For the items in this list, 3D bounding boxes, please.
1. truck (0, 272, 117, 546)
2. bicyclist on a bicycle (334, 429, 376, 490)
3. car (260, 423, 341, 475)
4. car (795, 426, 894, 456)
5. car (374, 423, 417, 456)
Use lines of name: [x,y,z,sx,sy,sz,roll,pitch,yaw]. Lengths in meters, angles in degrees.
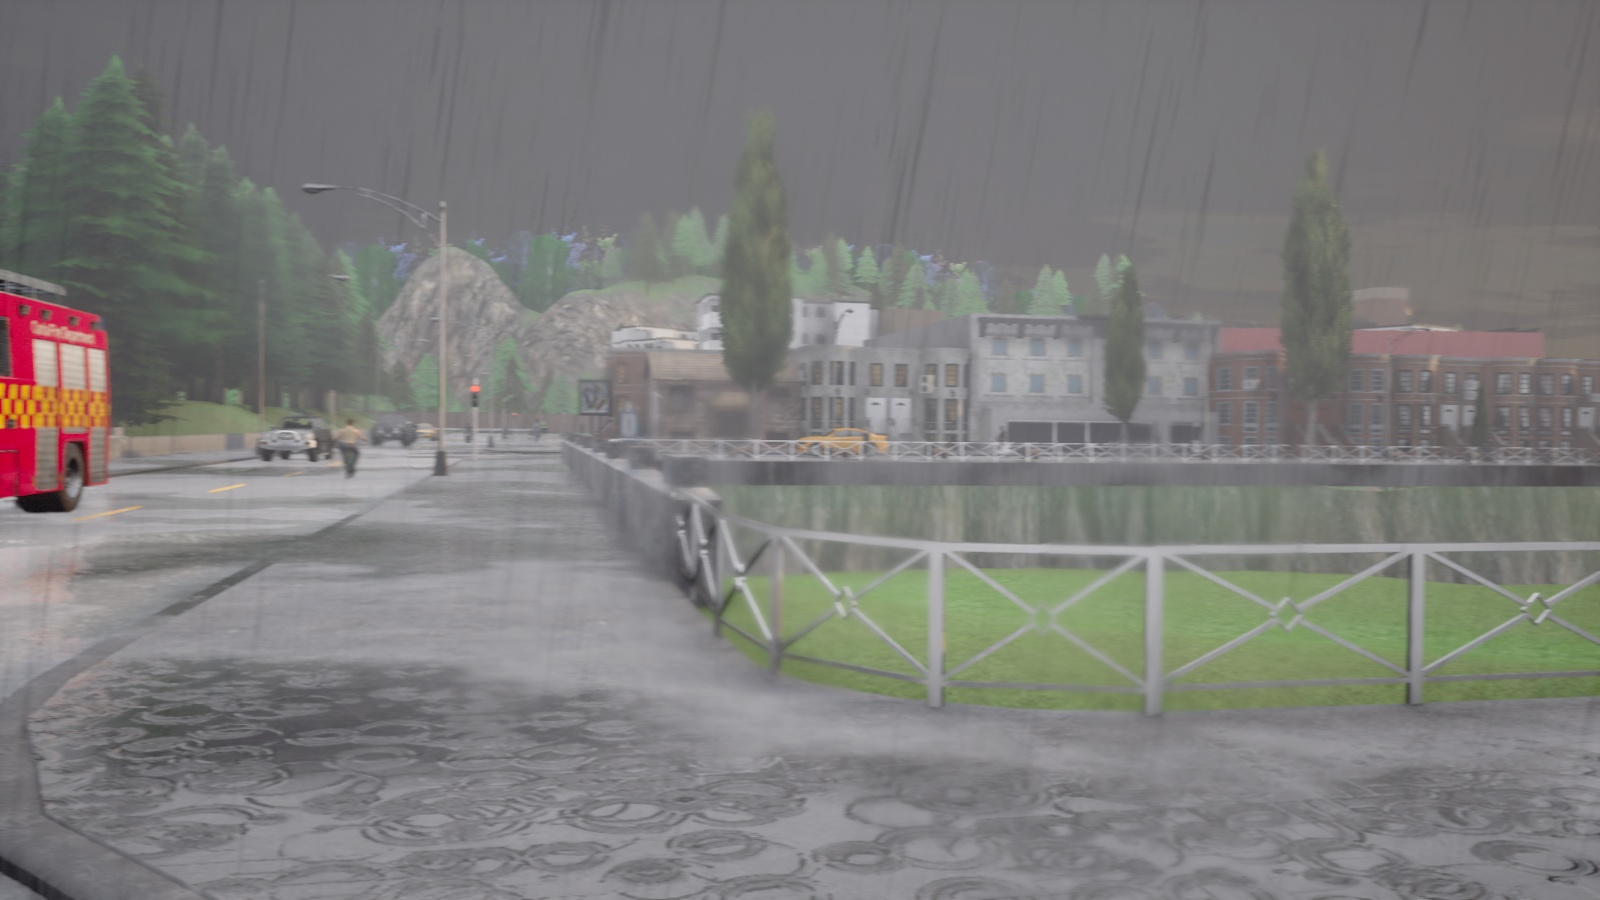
truck: [-12.699,-0.568,17.846,2.891,3.827,8.468,-1,1,-12]
bicyclist on a bicycle: [-12.018,0.232,33.961,0.866,1.612,1.509,-1,1,-12]
car: [-19.125,-0.080,48.300,1.932,1.855,4.605,-1,1,-10]
car: [2.363,-0.484,67.504,5.008,1.535,1.882,-1,1,-12]
car: [-26.248,-0.717,81.655,2.150,2.045,5.566,-1,1,-13]
